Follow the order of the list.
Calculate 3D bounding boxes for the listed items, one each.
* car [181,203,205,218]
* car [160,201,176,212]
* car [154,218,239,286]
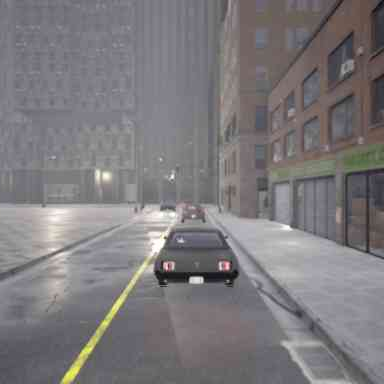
[{"bbox_3d":[0.107,1.652,27.146,1.812,1.442,4.674,0,0,0],"label":"car"},{"bbox_3d":[-2.991,1.797,42.061,1.895,1.301,4.718,0,0,0],"label":"car"},{"bbox_3d":[0.102,1.646,9.472,1.895,1.301,4.718,0,0,0],"label":"car"}]
